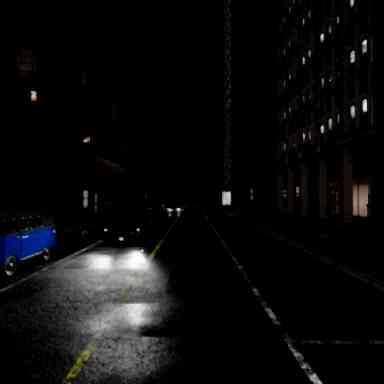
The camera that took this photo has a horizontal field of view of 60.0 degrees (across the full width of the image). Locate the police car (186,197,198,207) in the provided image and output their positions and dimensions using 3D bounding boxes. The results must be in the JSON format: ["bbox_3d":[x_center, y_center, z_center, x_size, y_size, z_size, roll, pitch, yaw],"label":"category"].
[{"bbox_3d":[0.239,2.194,66.240,1.930,1.638,5.238,0,-1,-18],"label":"police car"}]

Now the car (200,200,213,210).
[{"bbox_3d":[2.682,2.168,55.616,1.752,1.417,4.829,0,-1,0],"label":"car"}]

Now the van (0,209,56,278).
[{"bbox_3d":[-5.692,1.457,10.261,1.690,1.788,3.998,0,-1,0],"label":"van"}]

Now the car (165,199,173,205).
[{"bbox_3d":[-5.702,2.504,83.515,1.752,1.417,4.829,0,-1,0],"label":"car"}]

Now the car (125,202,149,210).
[{"bbox_3d":[-5.695,1.955,32.851,1.802,1.307,4.206,0,-1,0],"label":"car"}]

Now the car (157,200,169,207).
[{"bbox_3d":[-5.700,2.325,66.740,2.008,1.369,4.403,0,-1,0],"label":"car"}]

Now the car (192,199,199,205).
[{"bbox_3d":[0.890,2.490,82.251,1.812,1.442,4.674,0,-1,0],"label":"car"}]

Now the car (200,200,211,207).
[{"bbox_3d":[2.680,2.326,66.742,2.008,1.369,4.403,0,-1,0],"label":"car"}]

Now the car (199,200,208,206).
[{"bbox_3d":[2.679,2.478,78.038,1.947,1.339,4.313,0,-1,0],"label":"car"}]

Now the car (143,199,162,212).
[{"bbox_3d":[-5.697,1.822,44.150,2.192,1.841,5.009,0,-1,0],"label":"car"}]

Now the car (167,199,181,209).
[{"bbox_3d":[-3.063,2.204,58.690,1.812,1.442,4.674,0,-1,0],"label":"car"}]

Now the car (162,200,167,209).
[{"bbox_3d":[-5.698,2.080,55.446,1.967,1.590,4.097,0,-1,0],"label":"car"}]

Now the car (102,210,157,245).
[{"bbox_3d":[-3.103,1.791,16.876,1.895,1.301,4.718,0,-1,0],"label":"car"}]

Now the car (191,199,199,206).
[{"bbox_3d":[0.771,2.396,76.270,1.837,1.490,4.892,0,-1,1],"label":"car"}]

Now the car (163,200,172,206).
[{"bbox_3d":[-5.702,2.478,78.036,1.947,1.339,4.313,0,-1,0],"label":"car"}]

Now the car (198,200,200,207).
[{"bbox_3d":[2.682,2.148,61.094,1.967,1.590,4.097,0,-1,0],"label":"car"}]

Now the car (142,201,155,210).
[{"bbox_3d":[-5.696,2.022,38.499,1.802,1.307,4.206,0,-1,0],"label":"car"}]
